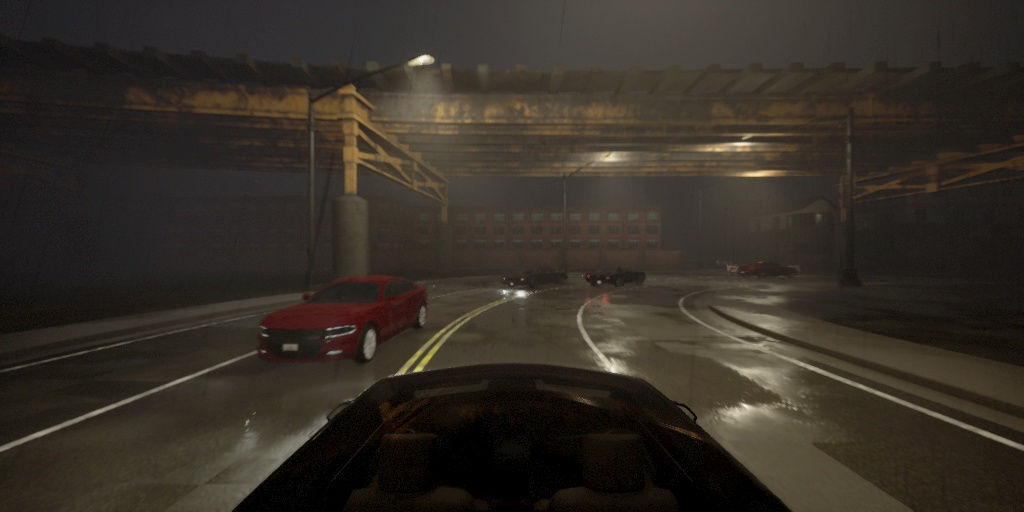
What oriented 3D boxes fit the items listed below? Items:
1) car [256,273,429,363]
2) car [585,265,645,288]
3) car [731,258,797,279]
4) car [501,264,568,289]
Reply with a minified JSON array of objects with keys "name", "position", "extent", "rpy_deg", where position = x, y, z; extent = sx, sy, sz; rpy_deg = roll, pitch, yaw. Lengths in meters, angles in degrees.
[{"name":"car","position":[-3.432,1.202,8.319],"extent":[1.882,1.535,5.008],"rpy_deg":[0,0,4]},{"name":"car","position":[6.677,1.252,22.802],"extent":[1.895,1.301,4.718],"rpy_deg":[0,0,44]},{"name":"car","position":[21.151,1.132,29.784],"extent":[4.674,1.442,1.812],"rpy_deg":[0,0,-10]},{"name":"car","position":[1.600,1.204,22.668],"extent":[2.033,1.411,5.357],"rpy_deg":[0,0,38]}]
